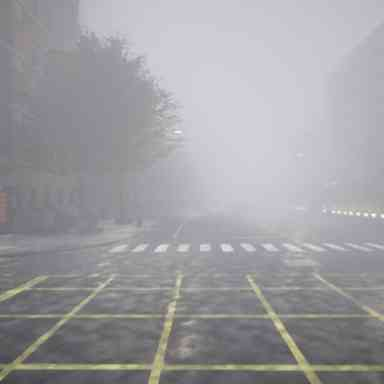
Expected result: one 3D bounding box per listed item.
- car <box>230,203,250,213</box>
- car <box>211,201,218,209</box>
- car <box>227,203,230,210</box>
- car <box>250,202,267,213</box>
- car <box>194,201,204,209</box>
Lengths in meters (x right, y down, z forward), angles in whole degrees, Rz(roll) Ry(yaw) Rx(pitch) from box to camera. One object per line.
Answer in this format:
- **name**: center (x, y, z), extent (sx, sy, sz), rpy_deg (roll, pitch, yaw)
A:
- **car**: center (8.568, 2.784, 59.264), extent (2.097, 1.767, 4.553), rpy_deg (-1, -2, 1)
- **car**: center (5.642, 3.604, 83.793), extent (2.128, 1.511, 4.902), rpy_deg (-1, -1, 1)
- **car**: center (8.955, 3.328, 75.859), extent (1.882, 1.535, 5.008), rpy_deg (-1, -1, 1)
- **car**: center (12.072, 2.928, 59.320), extent (1.812, 1.442, 4.674), rpy_deg (-1, -1, 1)
- **car**: center (2.142, 3.590, 83.876), extent (1.882, 1.535, 5.008), rpy_deg (-1, -1, 1)
